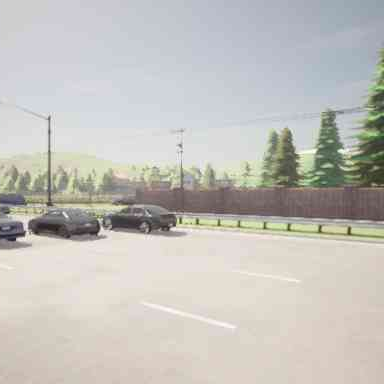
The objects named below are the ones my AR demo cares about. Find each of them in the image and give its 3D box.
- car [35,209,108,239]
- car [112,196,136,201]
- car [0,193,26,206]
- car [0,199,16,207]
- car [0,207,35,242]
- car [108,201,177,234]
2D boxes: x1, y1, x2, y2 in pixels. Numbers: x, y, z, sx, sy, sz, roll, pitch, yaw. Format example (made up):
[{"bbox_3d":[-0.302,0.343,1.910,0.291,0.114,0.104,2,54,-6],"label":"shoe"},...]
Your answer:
[{"bbox_3d":[-6.703,1.564,17.365,4.181,1.385,1.994,0,0,35],"label":"car"},{"bbox_3d":[-10.497,1.352,52.202,4.553,1.767,2.097,0,0,-29],"label":"car"},{"bbox_3d":[-26.094,1.221,46.180,5.566,2.045,2.150,0,0,-11],"label":"car"},{"bbox_3d":[-18.487,1.546,30.063,5.357,1.411,2.033,0,0,35],"label":"car"},{"bbox_3d":[-9.723,1.547,15.220,5.357,1.411,2.033,0,0,35],"label":"car"},{"bbox_3d":[-3.093,1.505,19.091,4.892,1.490,1.837,0,0,35],"label":"car"}]
